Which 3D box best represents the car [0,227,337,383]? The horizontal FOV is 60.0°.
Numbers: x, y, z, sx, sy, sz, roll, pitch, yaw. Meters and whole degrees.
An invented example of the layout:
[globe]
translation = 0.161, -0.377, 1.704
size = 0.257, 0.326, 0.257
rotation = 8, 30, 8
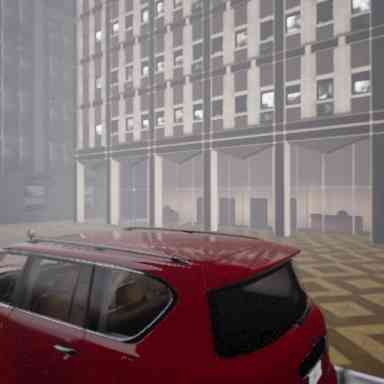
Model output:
[car]
translation = -1.105, 1.342, 3.655
size = 5.009, 1.841, 2.192
rotation = -1, 0, 36
